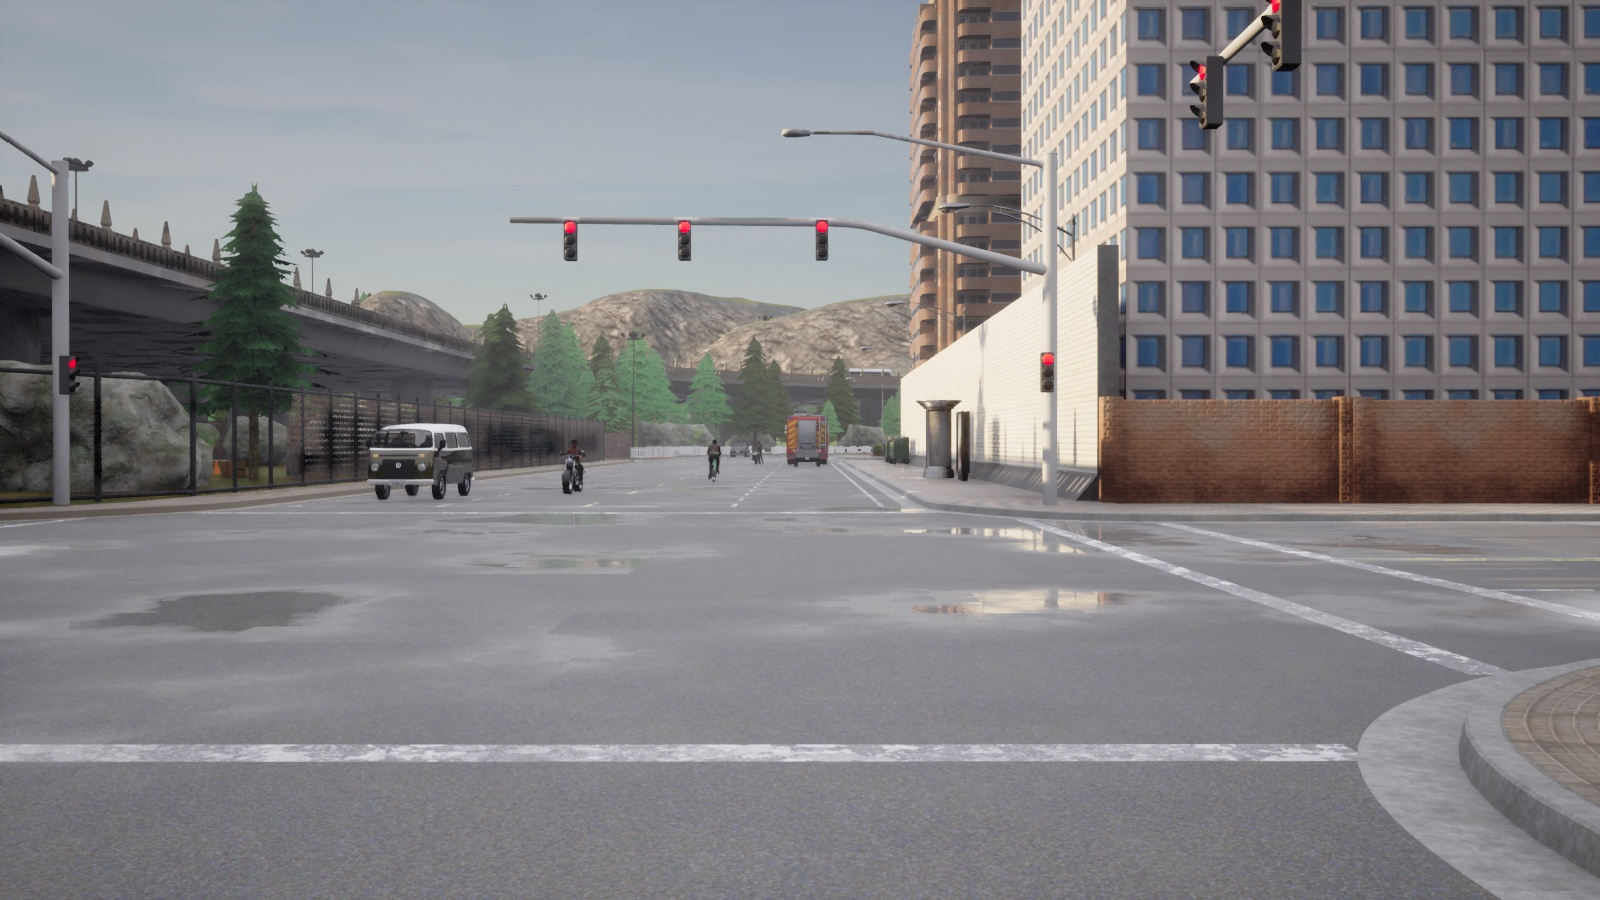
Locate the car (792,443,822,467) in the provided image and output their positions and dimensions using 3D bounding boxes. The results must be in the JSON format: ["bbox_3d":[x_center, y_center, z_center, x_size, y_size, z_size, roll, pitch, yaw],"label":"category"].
[{"bbox_3d":[0.452,0.308,80.079,1.845,1.501,3.633,0,0,0],"label":"car"}]

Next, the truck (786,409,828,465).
[{"bbox_3d":[0.497,-0.924,89.729,2.891,3.827,8.468,0,0,0],"label":"truck"}]

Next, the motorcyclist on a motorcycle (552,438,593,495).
[{"bbox_3d":[-6.781,0.480,37.514,0.766,1.649,2.350,0,0,0],"label":"motorcyclist on a motorcycle"}]

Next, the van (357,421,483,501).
[{"bbox_3d":[-10.298,0.267,34.391,2.069,2.038,4.480,0,0,0],"label":"van"}]
